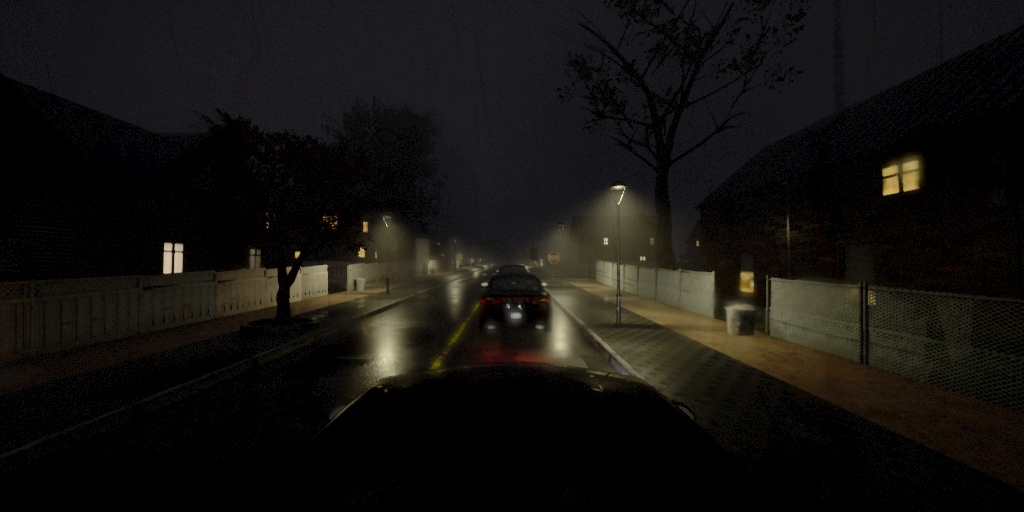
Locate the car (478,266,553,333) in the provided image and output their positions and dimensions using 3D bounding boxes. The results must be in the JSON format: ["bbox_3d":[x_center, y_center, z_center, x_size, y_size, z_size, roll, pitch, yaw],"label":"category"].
[{"bbox_3d":[0.086,1.235,10.816,1.882,1.535,5.008,0,0,0],"label":"car"}]
